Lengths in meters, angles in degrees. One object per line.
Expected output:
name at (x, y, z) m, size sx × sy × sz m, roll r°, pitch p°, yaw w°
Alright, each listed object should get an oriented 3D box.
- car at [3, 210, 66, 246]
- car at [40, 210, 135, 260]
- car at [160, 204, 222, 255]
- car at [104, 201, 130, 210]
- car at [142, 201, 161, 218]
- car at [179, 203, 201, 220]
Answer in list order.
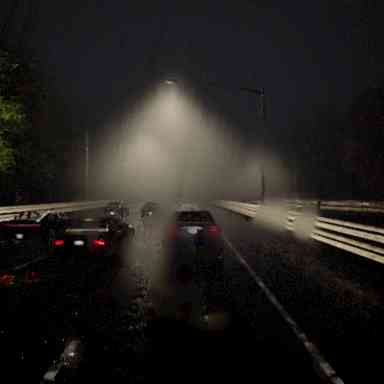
car at (-7.009, 1.581, 15.911) m, size 2.128 × 1.511 × 4.902 m, roll 0°, pitch 0°, yaw -1°
car at (-3.472, 1.616, 12.641) m, size 2.033 × 1.411 × 5.357 m, roll 0°, pitch 0°, yaw 0°
car at (0.010, 1.426, 13.799) m, size 2.097 × 1.767 × 4.553 m, roll 0°, pitch 0°, yaw 0°
car at (-7.284, 1.698, 32.565) m, size 1.837 × 1.490 × 4.892 m, roll 0°, pitch 0°, yaw -1°
car at (-3.784, 1.697, 32.606) m, size 1.837 × 1.490 × 4.892 m, roll 0°, pitch 0°, yaw -1°
car at (-0.248, 1.782, 31.040) m, size 1.895 × 1.301 × 4.718 m, roll 0°, pitch 0°, yaw -1°
